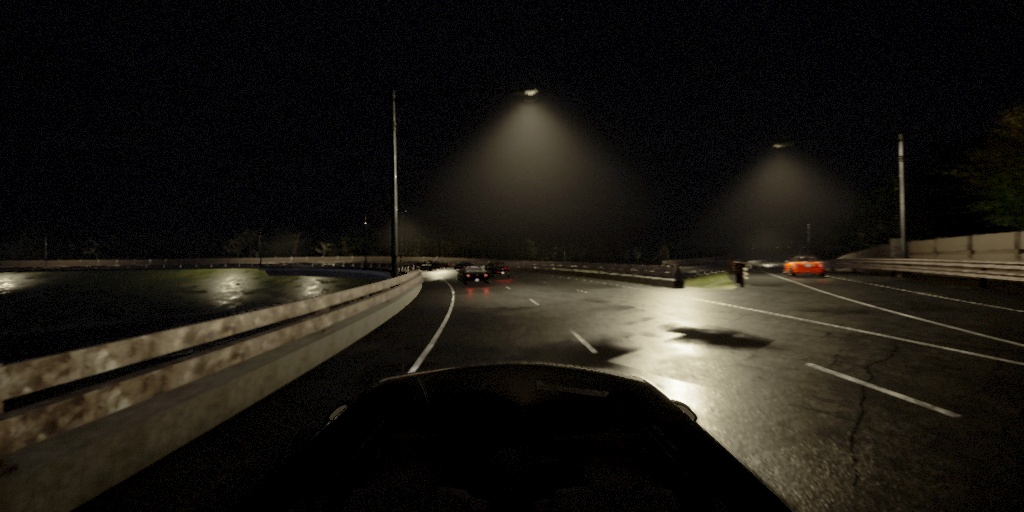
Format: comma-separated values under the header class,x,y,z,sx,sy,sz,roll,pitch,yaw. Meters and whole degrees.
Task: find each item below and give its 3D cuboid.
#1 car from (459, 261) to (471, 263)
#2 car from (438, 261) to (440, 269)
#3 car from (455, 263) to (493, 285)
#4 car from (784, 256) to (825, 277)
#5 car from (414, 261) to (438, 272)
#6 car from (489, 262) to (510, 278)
class,x,y,z,sx,sy,sz,roll,pitch,yaw
car,-7.583,1.493,56.968,1.994,1.385,4.181,-1,0,-32
car,-14.628,1.557,61.597,1.837,1.490,4.892,-1,0,-34
car,-3.005,1.426,27.413,1.895,1.301,4.718,-1,0,-14
car,24.117,0.771,29.765,2.097,1.767,4.553,-1,-1,30
car,-13.151,1.513,52.608,2.128,1.511,4.902,-1,0,-32
car,-1.578,1.310,34.847,1.837,1.490,4.892,0,0,-18
